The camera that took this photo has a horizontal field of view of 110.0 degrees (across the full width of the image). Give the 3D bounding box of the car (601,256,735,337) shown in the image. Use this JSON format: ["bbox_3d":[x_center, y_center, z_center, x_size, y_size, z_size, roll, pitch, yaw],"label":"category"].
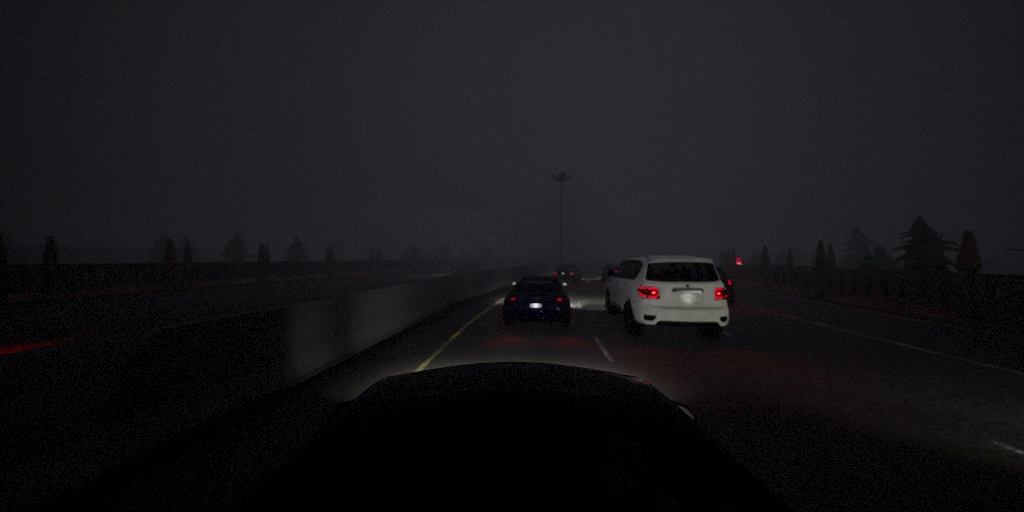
[{"bbox_3d":[4.201,1.013,10.655,2.150,2.045,5.566,0,0,6],"label":"car"}]

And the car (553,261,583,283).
[{"bbox_3d":[4.622,1.385,29.452,2.033,1.411,5.357,0,0,18],"label":"car"}]

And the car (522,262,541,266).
[{"bbox_3d":[2.551,1.408,43.755,2.033,1.411,5.357,0,0,23],"label":"car"}]

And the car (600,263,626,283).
[{"bbox_3d":[8.555,1.363,30.008,1.837,1.490,4.892,0,0,19],"label":"car"}]

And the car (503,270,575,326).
[{"bbox_3d":[0.884,1.342,11.865,1.994,1.385,4.181,0,0,7],"label":"car"}]

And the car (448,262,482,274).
[{"bbox_3d":[-5.505,1.366,42.834,2.033,1.411,5.357,0,0,23],"label":"car"}]

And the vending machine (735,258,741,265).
[{"bbox_3d":[26.997,1.173,42.952,1.100,2.100,0.880,0,0,32],"label":"vending machine"}]
